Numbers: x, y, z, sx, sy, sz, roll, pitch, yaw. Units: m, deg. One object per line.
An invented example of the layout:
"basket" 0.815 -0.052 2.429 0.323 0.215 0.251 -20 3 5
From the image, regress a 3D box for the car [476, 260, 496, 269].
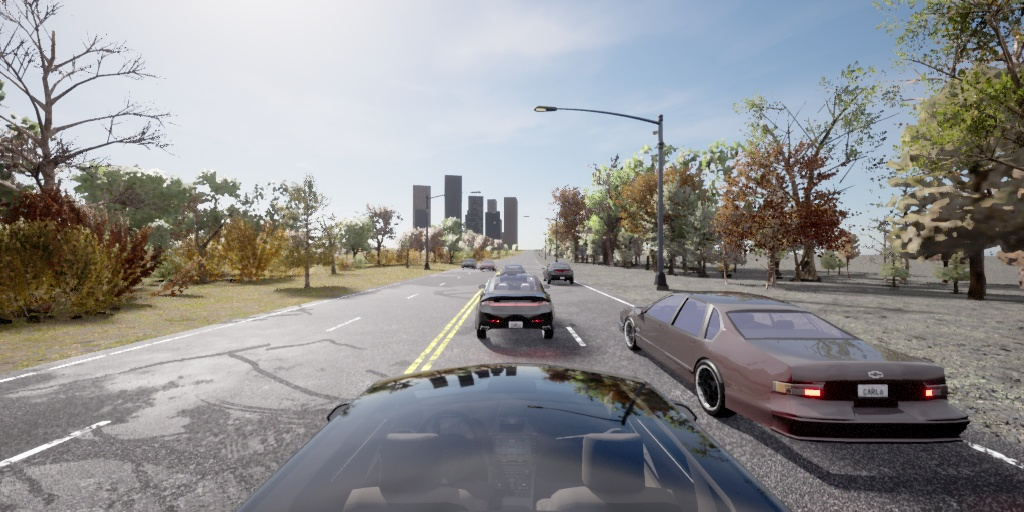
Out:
"car" -3.101 1.209 46.104 1.812 1.442 4.674 0 0 1

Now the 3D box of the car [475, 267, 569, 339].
"car" 0.066 1.240 10.023 2.128 1.511 4.902 0 0 0

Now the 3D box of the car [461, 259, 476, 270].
"car" -6.204 1.174 52.385 1.837 1.490 4.892 0 0 2

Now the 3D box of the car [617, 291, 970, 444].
"car" 3.342 1.281 5.837 2.033 1.411 5.357 0 0 0

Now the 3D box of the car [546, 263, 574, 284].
"car" 3.352 1.227 26.452 1.837 1.490 4.892 -1 0 0

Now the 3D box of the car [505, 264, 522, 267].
"car" 0.103 1.293 26.773 1.994 1.385 4.181 0 0 0
